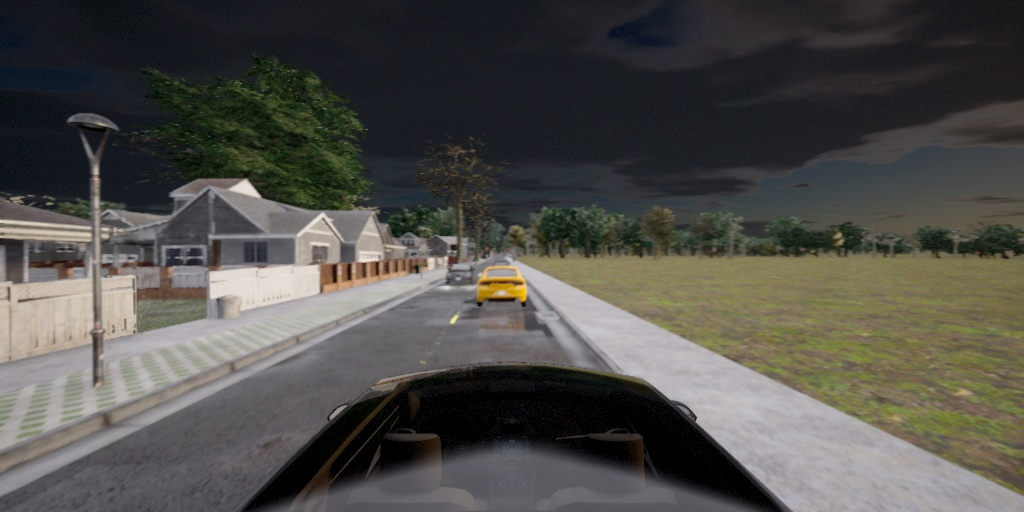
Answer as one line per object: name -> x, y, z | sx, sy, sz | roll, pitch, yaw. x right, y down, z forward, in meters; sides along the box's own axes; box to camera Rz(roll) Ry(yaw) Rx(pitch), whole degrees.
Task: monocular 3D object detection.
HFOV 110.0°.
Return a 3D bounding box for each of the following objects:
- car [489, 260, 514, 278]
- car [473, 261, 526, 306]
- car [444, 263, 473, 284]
car -> -0.942, 1.133, 32.639 | 2.033, 1.411, 5.357 | -1, 0, -2
car -> -0.444, 1.157, 15.359 | 1.882, 1.535, 5.008 | -1, 0, -2
car -> -3.599, 1.216, 25.913 | 1.812, 1.442, 4.674 | -1, 0, -2
